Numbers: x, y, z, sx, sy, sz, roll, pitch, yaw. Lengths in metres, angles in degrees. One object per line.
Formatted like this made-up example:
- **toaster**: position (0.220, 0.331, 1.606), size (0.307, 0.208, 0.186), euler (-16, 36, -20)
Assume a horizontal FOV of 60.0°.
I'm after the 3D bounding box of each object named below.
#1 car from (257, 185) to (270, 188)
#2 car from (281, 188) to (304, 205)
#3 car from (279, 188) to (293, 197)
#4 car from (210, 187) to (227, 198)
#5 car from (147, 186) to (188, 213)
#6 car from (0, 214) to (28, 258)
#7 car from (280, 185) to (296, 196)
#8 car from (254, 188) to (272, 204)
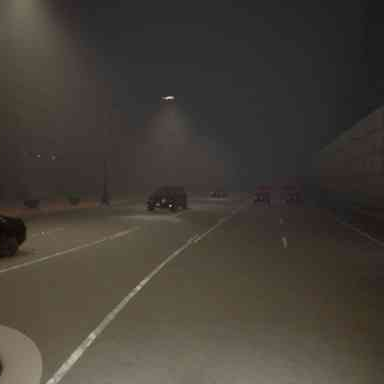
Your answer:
- **car**: position (10.561, 0.025, 48.849), size (2.150, 2.045, 5.566), euler (0, 1, 14)
- **car**: position (11.523, 0.629, 37.595), size (2.033, 1.411, 5.357), euler (0, 1, 14)
- **car**: position (16.416, 0.073, 58.092), size (2.128, 1.511, 4.902), euler (0, 1, 14)
- **car**: position (4.251, 0.057, 52.613), size (2.097, 1.767, 4.553), euler (0, 2, 14)
- **car**: position (-1.907, 0.535, 27.683), size (2.150, 2.045, 5.566), euler (0, 1, 14)
- **car**: position (-6.760, 1.263, 8.911), size (2.128, 1.511, 4.902), euler (1, 1, 17)
- **car**: position (13.962, 0.049, 48.020), size (2.150, 2.045, 5.566), euler (0, 1, 14)
- **car**: position (8.089, 0.608, 38.313), size (2.033, 1.411, 5.357), euler (0, 1, 14)
